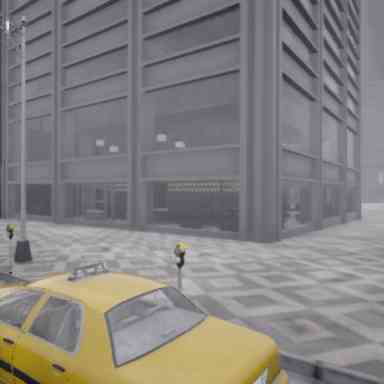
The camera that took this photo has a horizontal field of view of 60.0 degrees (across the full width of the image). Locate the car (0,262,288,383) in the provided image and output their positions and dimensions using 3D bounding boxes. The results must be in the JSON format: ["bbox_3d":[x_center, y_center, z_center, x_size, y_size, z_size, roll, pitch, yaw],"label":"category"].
[{"bbox_3d":[-1.394,1.525,3.954,4.829,1.417,1.752,0,0,35],"label":"car"}]
